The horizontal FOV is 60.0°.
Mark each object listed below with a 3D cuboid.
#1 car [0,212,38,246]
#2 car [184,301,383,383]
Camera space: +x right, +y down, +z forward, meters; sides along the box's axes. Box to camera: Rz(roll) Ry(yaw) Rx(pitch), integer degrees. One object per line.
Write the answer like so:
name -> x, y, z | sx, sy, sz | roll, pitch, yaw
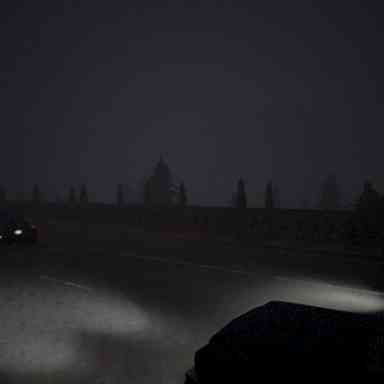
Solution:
car -> -8.544, 1.567, 14.402 | 4.181, 1.385, 1.994 | 0, 0, 36
car -> 2.275, 1.602, 2.398 | 4.718, 1.301, 1.895 | 0, 0, 35
